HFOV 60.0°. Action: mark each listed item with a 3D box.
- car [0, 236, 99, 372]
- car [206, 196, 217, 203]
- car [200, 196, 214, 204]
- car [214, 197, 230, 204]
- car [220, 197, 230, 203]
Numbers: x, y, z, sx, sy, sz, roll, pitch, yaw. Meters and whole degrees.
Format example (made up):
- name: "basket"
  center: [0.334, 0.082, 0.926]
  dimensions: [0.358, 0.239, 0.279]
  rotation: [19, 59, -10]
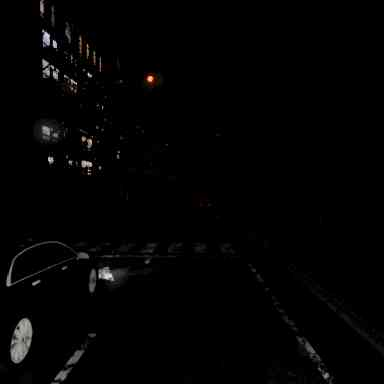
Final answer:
- name: "car"
  center: [-3.046, 1.507, 5.649]
  dimensions: [1.837, 1.490, 4.892]
  rotation: [0, 0, 1]
- name: "car"
  center: [4.633, 1.798, 79.076]
  dimensions: [1.837, 1.490, 4.892]
  rotation: [0, 0, 11]
- name: "car"
  center: [3.008, 1.586, 69.455]
  dimensions: [2.097, 1.767, 4.553]
  rotation: [0, 0, 9]
- name: "car"
  center: [6.198, 1.737, 68.851]
  dimensions: [1.837, 1.490, 4.892]
  rotation: [0, 0, 10]
- name: "car"
  center: [7.868, 1.852, 78.678]
  dimensions: [1.994, 1.385, 4.181]
  rotation: [0, 0, 12]
